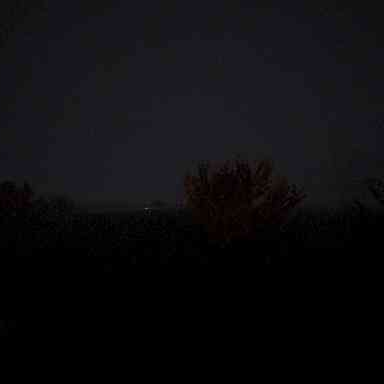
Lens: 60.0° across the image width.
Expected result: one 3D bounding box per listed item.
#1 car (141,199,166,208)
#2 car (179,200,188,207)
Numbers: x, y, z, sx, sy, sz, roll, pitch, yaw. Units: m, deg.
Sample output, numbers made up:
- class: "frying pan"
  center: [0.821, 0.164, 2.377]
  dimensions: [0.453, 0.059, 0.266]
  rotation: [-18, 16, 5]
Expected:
- class: "car"
  center: [-6.752, 2.003, 58.638]
  dimensions: [1.882, 1.535, 5.008]
  rotation: [-1, -1, 36]
- class: "car"
  center: [-0.570, 2.052, 61.015]
  dimensions: [1.812, 1.442, 4.674]
  rotation: [-1, -1, 36]
